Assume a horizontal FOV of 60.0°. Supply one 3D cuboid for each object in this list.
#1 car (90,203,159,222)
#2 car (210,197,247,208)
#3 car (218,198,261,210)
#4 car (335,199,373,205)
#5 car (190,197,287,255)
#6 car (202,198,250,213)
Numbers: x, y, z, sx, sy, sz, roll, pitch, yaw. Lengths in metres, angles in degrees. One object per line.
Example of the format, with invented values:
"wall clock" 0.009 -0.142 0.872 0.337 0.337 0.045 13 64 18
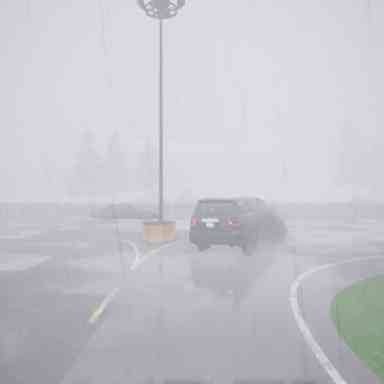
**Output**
"car" -4.968 1.529 25.411 5.357 1.411 2.033 0 0 1
"car" 4.995 1.439 46.410 5.008 1.535 1.882 0 0 1
"car" 6.048 1.513 42.888 5.357 1.411 2.033 0 0 1
"car" 22.318 1.562 46.047 4.718 1.301 1.895 0 0 1
"car" 2.012 1.214 13.646 2.150 2.045 5.566 -2 -1 31
"car" 3.560 1.449 35.938 5.008 1.535 1.882 0 0 1
